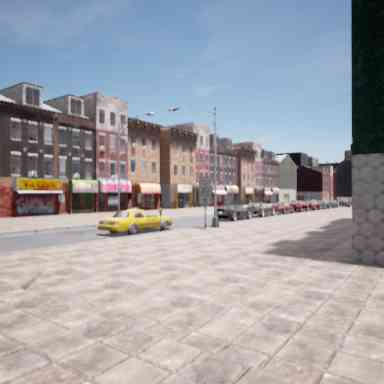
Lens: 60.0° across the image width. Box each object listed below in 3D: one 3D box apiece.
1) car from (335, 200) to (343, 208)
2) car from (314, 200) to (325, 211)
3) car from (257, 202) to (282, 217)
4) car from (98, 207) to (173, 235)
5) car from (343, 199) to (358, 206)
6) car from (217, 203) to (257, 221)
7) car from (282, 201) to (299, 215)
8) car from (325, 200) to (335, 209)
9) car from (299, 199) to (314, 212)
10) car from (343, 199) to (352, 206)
[{"bbox_3d":[23.097,1.975,55.282,2.008,1.369,4.403,-1,-1,36],"label":"car"},{"bbox_3d":[16.542,1.746,46.138,1.967,1.590,4.097,-1,-1,36],"label":"car"},{"bbox_3d":[6.711,1.706,32.419,2.008,1.369,4.403,-1,-1,36],"label":"car"},{"bbox_3d":[-3.022,1.562,18.840,1.752,1.417,4.829,-1,-1,36],"label":"car"},{"bbox_3d":[32.928,2.173,68.998,1.887,1.381,4.507,-1,-1,36],"label":"car"},{"bbox_3d":[3.434,1.678,27.847,1.947,1.339,4.313,-1,-1,36],"label":"car"},{"bbox_3d":[9.988,1.784,36.991,1.802,1.307,4.206,-1,-1,36],"label":"car"},{"bbox_3d":[19.820,1.915,50.709,2.008,1.369,4.403,-1,-1,36],"label":"car"},{"bbox_3d":[13.265,1.797,41.564,1.887,1.381,4.507,-1,-1,36],"label":"car"},{"bbox_3d":[29.652,2.109,64.427,2.008,1.369,4.403,-1,-1,36],"label":"car"}]
